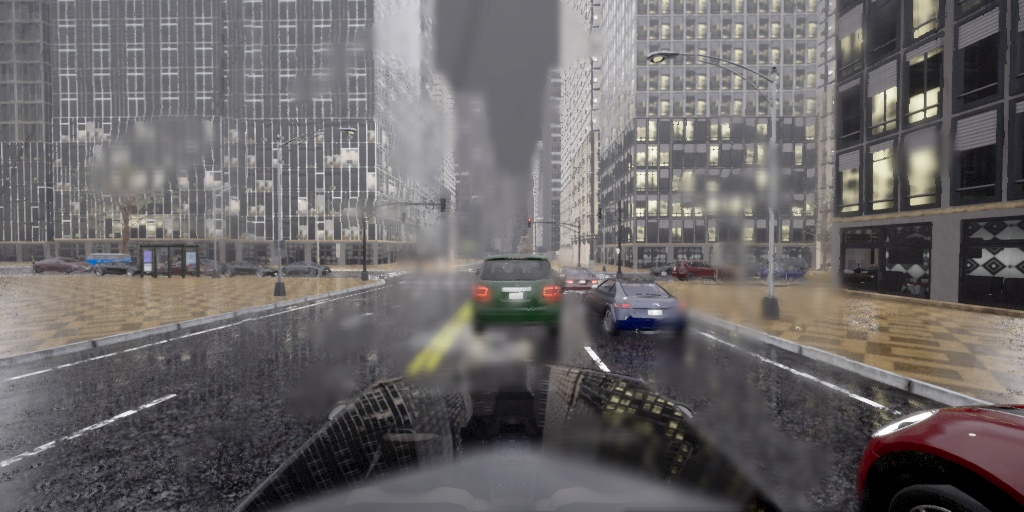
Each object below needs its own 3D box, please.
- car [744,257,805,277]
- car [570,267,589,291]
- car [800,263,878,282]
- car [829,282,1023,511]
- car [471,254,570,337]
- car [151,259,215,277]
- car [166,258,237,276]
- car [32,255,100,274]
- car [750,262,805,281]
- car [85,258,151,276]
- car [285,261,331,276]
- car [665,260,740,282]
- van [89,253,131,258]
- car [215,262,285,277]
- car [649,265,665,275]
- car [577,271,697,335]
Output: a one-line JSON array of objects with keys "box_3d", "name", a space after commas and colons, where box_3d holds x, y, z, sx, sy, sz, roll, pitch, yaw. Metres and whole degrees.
[{"box_3d": [26.563, 1.172, 36.122, 5.566, 2.045, 2.150, 1, 1, 1], "name": "car"}, {"box_3d": [3.390, 1.288, 19.750, 2.033, 1.411, 5.357, 0, 0, 0], "name": "car"}, {"box_3d": [27.701, 1.578, 30.321, 4.829, 1.417, 1.751, 0, 0, 1], "name": "car"}, {"box_3d": [3.344, 1.103, 0.464, 2.097, 1.767, 4.553, 0, 0, 0], "name": "car"}, {"box_3d": [0.118, 0.967, 10.415, 2.150, 2.045, 5.566, 0, 0, 0], "name": "car"}, {"box_3d": [-28.354, 1.138, 31.295, 4.207, 1.307, 1.802, 0, 0, 1], "name": "car"}, {"box_3d": [-29.367, 0.994, 34.006, 4.902, 1.511, 2.128, 1, 1, 1], "name": "car"}, {"box_3d": [-42.908, 0.905, 34.328, 4.674, 1.442, 1.812, 1, 1, 2], "name": "car"}, {"box_3d": [25.113, 1.515, 32.949, 4.674, 1.442, 1.812, 1, 1, 1], "name": "car"}, {"box_3d": [-34.034, 1.069, 31.480, 4.313, 1.339, 1.948, 0, 0, 1], "name": "car"}, {"box_3d": [-19.398, 1.157, 33.784, 4.181, 1.385, 1.994, 1, 1, 1], "name": "car"}, {"box_3d": [16.254, 1.269, 30.542, 5.009, 1.841, 2.192, 0, 0, 1], "name": "car"}, {"box_3d": [-45.207, 0.605, 40.164, 3.998, 1.789, 1.690, 0, 0, 1], "name": "van"}, {"box_3d": [-22.670, 1.174, 31.150, 4.313, 1.339, 1.948, 0, 0, 1], "name": "car"}, {"box_3d": [16.486, 1.367, 36.342, 4.892, 1.490, 1.837, 0, 1, -1], "name": "car"}, {"box_3d": [3.375, 1.310, 10.508, 1.994, 1.385, 4.181, 0, 0, -1], "name": "car"}]
